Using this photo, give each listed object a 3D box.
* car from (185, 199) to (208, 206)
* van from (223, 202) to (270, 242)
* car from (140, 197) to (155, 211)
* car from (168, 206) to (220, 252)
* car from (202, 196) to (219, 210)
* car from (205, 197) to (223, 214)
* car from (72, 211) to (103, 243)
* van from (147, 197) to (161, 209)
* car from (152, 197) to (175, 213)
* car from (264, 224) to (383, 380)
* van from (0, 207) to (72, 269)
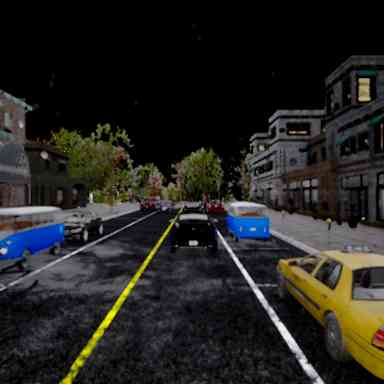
[{"bbox_3d":[0.077,1.661,29.653,2.128,1.511,4.902,0,0,0],"label":"car"},{"bbox_3d":[2.705,1.438,16.634,1.690,1.788,3.998,1,0,0],"label":"van"},{"bbox_3d":[-5.669,1.561,44.338,2.192,1.841,5.009,1,0,0],"label":"car"},{"bbox_3d":[0.073,1.589,14.316,1.837,1.490,4.892,0,0,0],"label":"car"},{"bbox_3d":[2.726,1.589,49.891,2.192,1.841,5.009,1,0,0],"label":"car"},{"bbox_3d":[2.709,1.657,38.805,1.967,1.590,4.097,1,0,0],"label":"car"},{"bbox_3d":[-5.678,1.648,16.621,2.008,1.369,4.403,1,0,0],"label":"car"},{"bbox_3d":[-5.681,1.616,49.880,1.690,1.788,3.998,1,0,0],"label":"van"},{"bbox_3d":[-3.091,1.713,39.604,2.128,1.511,4.902,0,0,0],"label":"car"},{"bbox_3d":[2.701,1.559,5.716,1.752,1.417,4.829,1,0,0],"label":"car"},{"bbox_3d":[-5.676,1.407,11.079,1.690,1.788,3.998,1,0,0],"label":"van"}]
